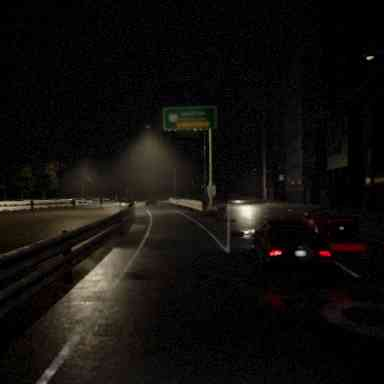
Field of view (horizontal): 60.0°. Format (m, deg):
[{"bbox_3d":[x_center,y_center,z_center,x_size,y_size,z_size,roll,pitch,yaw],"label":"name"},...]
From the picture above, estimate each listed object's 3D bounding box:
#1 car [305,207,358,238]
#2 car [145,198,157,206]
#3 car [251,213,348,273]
[{"bbox_3d":[7.357,1.570,18.220,1.882,1.535,5.008,-1,0,6],"label":"car"},{"bbox_3d":[-7.634,1.885,62.165,1.837,1.490,4.892,-1,0,-9],"label":"car"},{"bbox_3d":[3.020,1.619,10.895,2.033,1.411,5.357,-1,0,6],"label":"car"}]
